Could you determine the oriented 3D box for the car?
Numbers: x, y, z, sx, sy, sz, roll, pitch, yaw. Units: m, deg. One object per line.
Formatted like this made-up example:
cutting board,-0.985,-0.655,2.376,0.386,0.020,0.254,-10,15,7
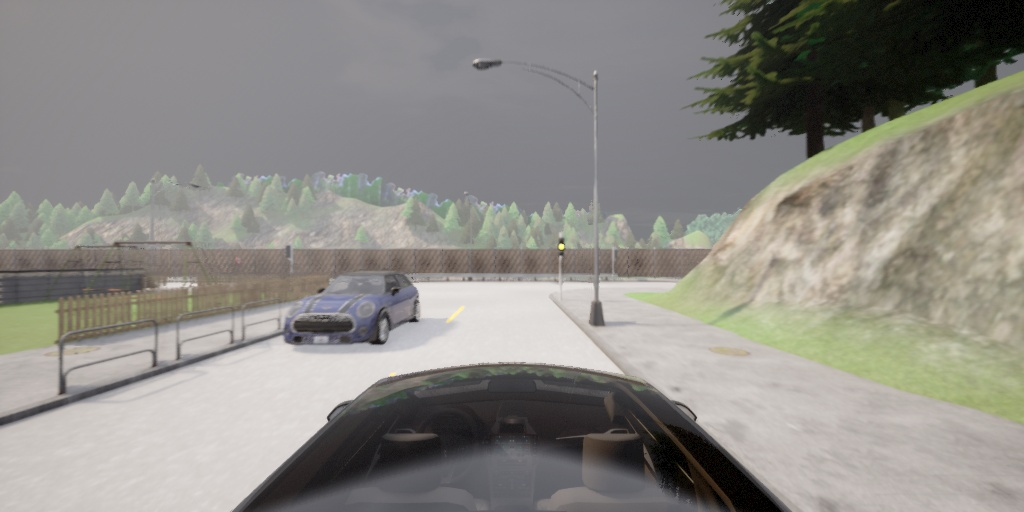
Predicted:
car,-4.015,1.208,9.826,2.097,1.767,4.553,0,-1,0
